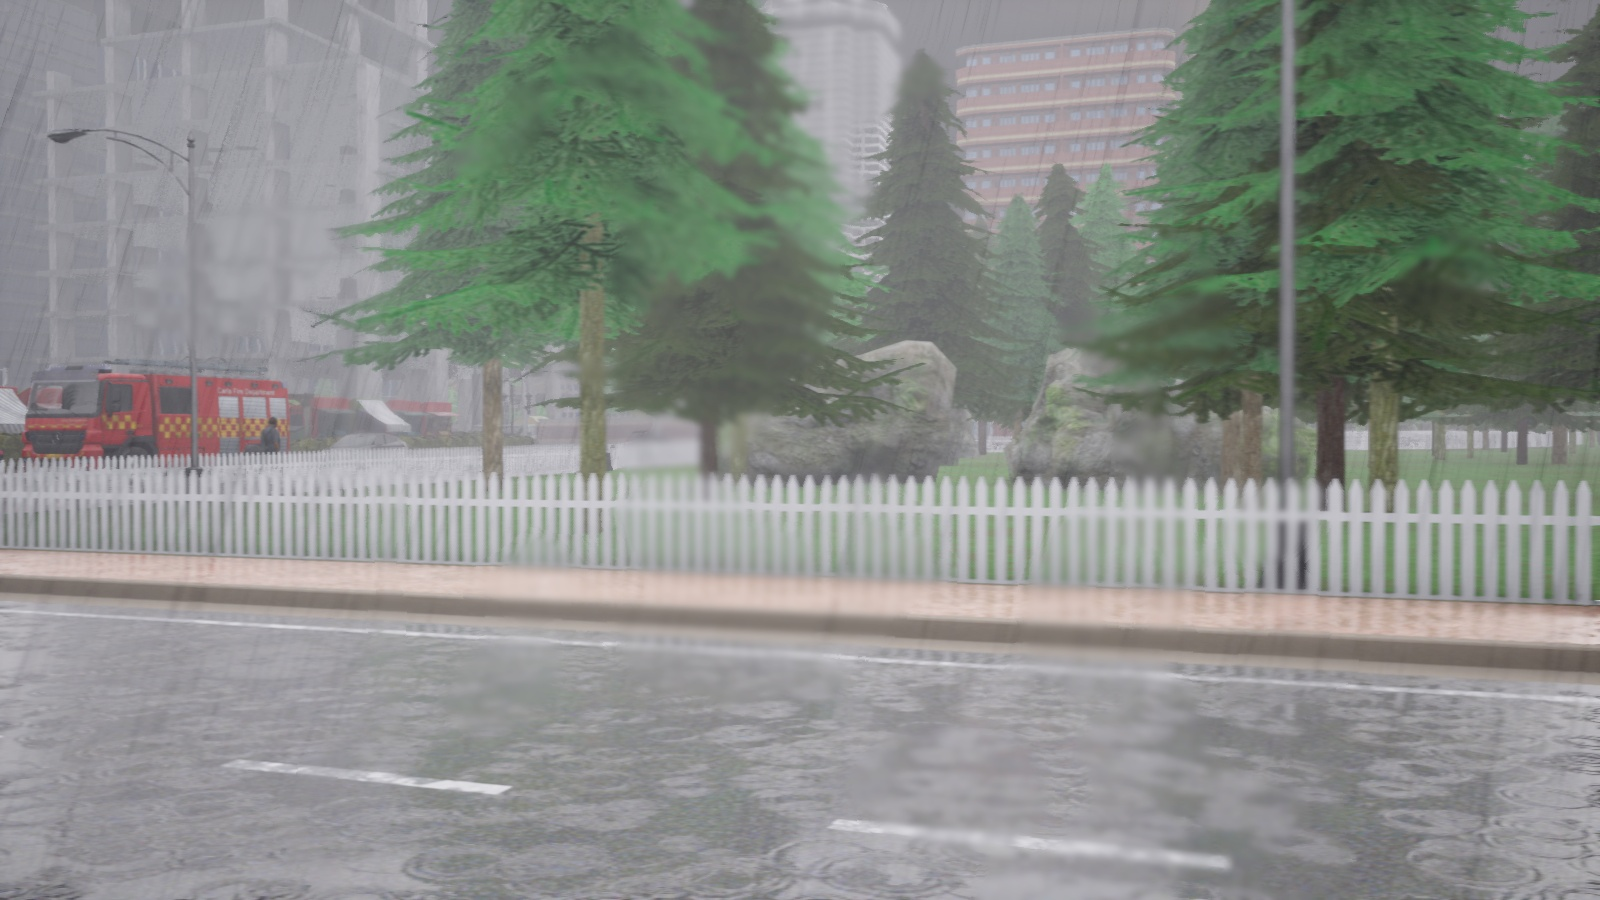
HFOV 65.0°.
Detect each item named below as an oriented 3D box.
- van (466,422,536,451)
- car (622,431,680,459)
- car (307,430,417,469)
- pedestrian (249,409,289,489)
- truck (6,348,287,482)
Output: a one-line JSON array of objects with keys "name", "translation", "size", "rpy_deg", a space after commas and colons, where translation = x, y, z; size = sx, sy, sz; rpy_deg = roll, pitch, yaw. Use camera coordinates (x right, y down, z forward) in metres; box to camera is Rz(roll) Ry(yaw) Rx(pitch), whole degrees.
[{"name": "van", "translation": [-20.968, -0.965, 88.069], "size": [4.442, 1.987, 1.775], "rpy_deg": [0, 1, 17]}, {"name": "car", "translation": [-8.153, -0.295, 68.991], "size": [1.845, 1.501, 3.633], "rpy_deg": [0, 1, 17]}, {"name": "car", "translation": [-17.600, -0.053, 50.763], "size": [2.163, 1.488, 4.792], "rpy_deg": [0, 1, 10]}, {"name": "pedestrian", "translation": [-12.480, -0.035, 29.540], "size": [0.540, 1.848, 0.694], "rpy_deg": [0, 1, 17]}, {"name": "truck", "translation": [-20.624, -1.063, 40.424], "size": [2.891, 3.827, 8.468], "rpy_deg": [0, 1, 17]}]
